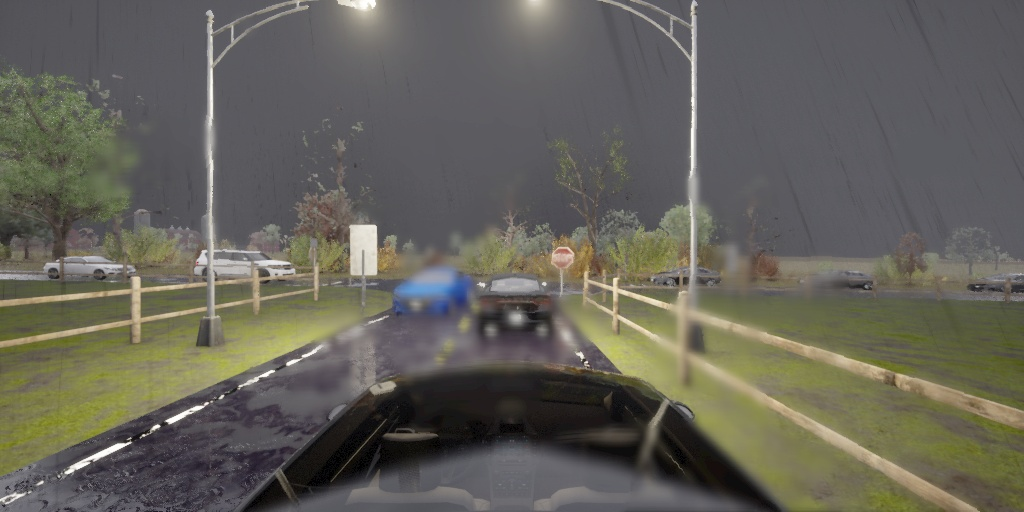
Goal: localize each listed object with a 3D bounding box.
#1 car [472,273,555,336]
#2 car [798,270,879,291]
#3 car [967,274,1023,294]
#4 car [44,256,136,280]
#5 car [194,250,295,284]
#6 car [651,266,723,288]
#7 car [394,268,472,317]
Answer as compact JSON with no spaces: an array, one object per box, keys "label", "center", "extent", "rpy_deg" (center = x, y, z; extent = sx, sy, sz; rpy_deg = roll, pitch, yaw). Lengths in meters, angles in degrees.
[{"label":"car","center":[0.064,1.226,10.429],"extent":[1.882,1.535,5.008],"rpy_deg":[0,0,-1]},{"label":"car","center":[23.698,1.753,26.093],"extent":[4.902,1.511,2.128],"rpy_deg":[1,1,-1]},{"label":"car","center":[36.293,2.036,26.070],"extent":[4.892,1.490,1.837],"rpy_deg":[2,1,0]},{"label":"car","center":[-27.209,0.730,23.149],"extent":[4.674,1.442,1.812],"rpy_deg":[1,1,0]},{"label":"car","center":[-17.161,0.644,23.147],"extent":[5.566,2.045,2.150],"rpy_deg":[1,1,0]},{"label":"car","center":[12.672,1.519,26.092],"extent":[4.902,1.511,2.128],"rpy_deg":[1,1,0]},{"label":"car","center":[-2.749,1.225,13.479],"extent":[1.882,1.535,5.008],"rpy_deg":[-1,0,5]}]
